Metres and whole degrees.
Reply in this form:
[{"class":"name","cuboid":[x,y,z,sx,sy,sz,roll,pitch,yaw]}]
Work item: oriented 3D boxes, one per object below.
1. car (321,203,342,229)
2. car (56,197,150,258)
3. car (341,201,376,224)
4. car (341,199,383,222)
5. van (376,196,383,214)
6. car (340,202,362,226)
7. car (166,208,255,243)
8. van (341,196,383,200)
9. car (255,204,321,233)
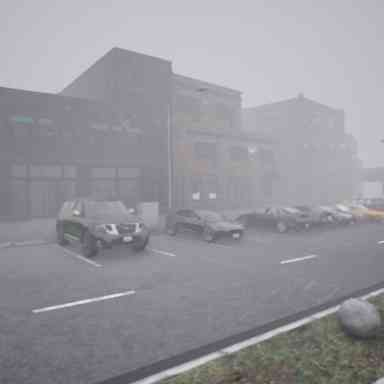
[{"class":"car","cuboid":[6.934,1.626,22.101,2.163,1.488,4.792,1,0,-40]},{"class":"car","cuboid":[-3.809,1.254,13.466,2.435,2.045,5.566,0,0,-36]},{"class":"car","cuboid":[11.092,1.671,25.639,2.002,1.452,4.674,0,0,-41]},{"class":"car","cuboid":[13.260,1.640,27.309,1.946,1.575,5.366,0,0,-42]},{"class":"van","cuboid":[23.072,1.456,36.639,1.878,1.987,4.442,0,0,-44]},{"class":"car","cuboid":[9.051,1.644,23.825,2.163,1.488,4.792,1,-1,-40]},{"class":"car","cuboid":[0.522,1.562,16.799,2.163,1.488,4.792,0,0,-38]},{"class":"van","cuboid":[15.084,1.431,29.368,1.878,1.987,4.442,0,0,-42]},{"class":"car","cuboid":[4.858,1.578,20.326,2.231,1.521,4.892,1,0,-39]}]
